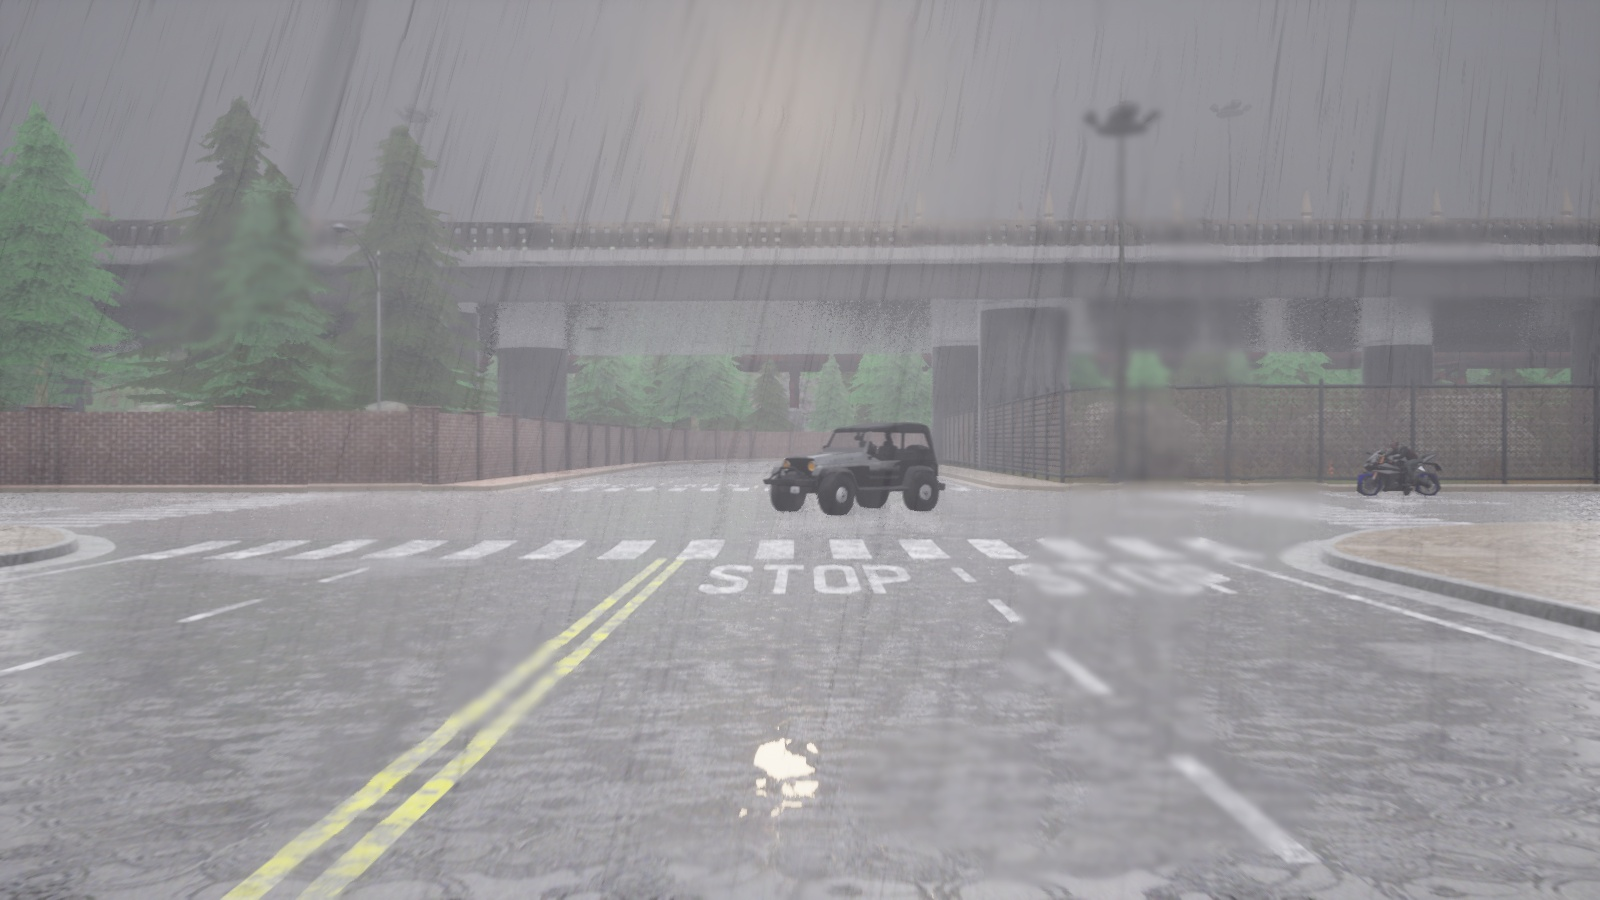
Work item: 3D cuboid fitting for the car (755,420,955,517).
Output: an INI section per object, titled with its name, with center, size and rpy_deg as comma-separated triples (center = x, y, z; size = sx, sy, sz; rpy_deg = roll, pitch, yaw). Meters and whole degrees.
[car]
center = 1.185, 0.348, 26.132
size = 3.866, 1.878, 1.905
rpy_deg = 0, 0, -39

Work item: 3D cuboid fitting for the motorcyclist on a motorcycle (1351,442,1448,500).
[motorcyclist on a motorcycle]
center = 16.102, 0.549, 33.746
size = 2.191, 1.530, 0.866
rpy_deg = 0, 0, 0
